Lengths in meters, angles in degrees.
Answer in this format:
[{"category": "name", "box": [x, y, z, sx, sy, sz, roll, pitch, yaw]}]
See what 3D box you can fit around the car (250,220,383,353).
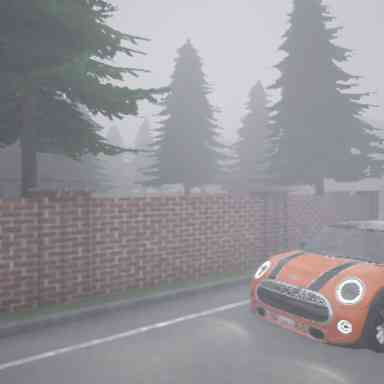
[{"category": "car", "box": [3.236, 1.359, 6.281, 4.553, 1.767, 2.097, 0, 0, -35]}]
